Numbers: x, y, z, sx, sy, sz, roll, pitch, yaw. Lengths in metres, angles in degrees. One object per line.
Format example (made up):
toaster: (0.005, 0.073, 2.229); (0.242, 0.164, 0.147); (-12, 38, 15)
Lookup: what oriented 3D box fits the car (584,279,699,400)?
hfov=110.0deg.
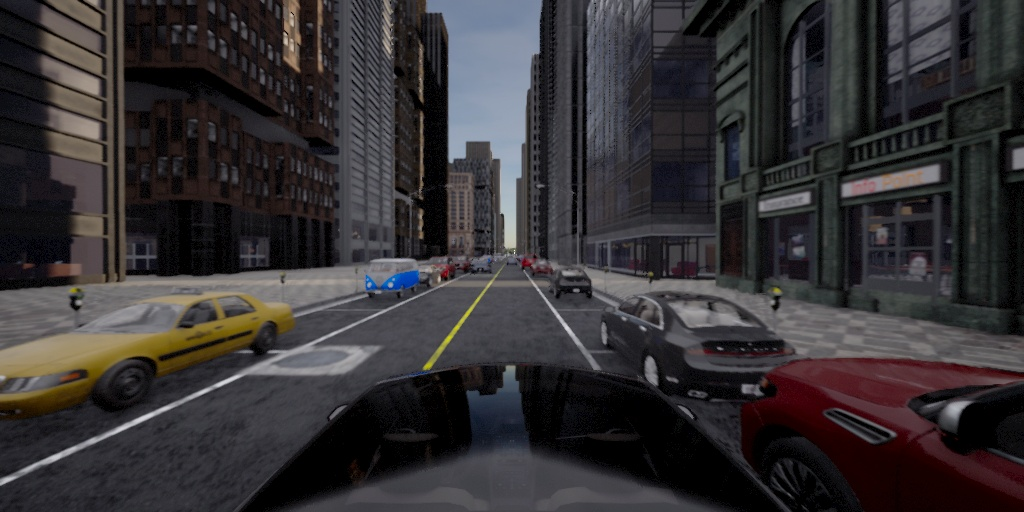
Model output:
car: (2.762, 1.280, 6.285); (2.007, 1.370, 4.403); (0, 0, 0)

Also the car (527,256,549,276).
car: (2.757, 1.049, 34.486); (1.967, 1.591, 4.097); (0, 0, 0)

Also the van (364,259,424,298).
van: (-5.765, 1.020, 17.558); (1.690, 1.789, 3.998); (0, 0, 0)

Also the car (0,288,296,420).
car: (-5.764, 1.255, 6.107); (1.751, 1.417, 4.829); (0, 0, 0)

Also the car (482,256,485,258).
car: (-5.772, 1.084, 57.043); (1.948, 1.339, 4.313); (0, 0, 0)

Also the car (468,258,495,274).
car: (-3.096, 1.162, 37.181); (1.994, 1.385, 4.181); (0, 0, 0)

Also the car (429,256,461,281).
car: (-5.767, 0.947, 28.839); (2.192, 1.841, 5.009); (0, 0, 0)

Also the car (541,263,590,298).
car: (2.760, 1.230, 17.566); (2.007, 1.370, 4.403); (0, 0, 0)

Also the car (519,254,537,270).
car: (2.386, 0.782, 48.179); (2.150, 2.045, 5.566); (0, 0, 0)

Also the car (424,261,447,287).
car: (-5.767, 1.206, 23.198); (2.007, 1.370, 4.403); (0, 0, 0)

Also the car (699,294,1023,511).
car: (2.763, 1.070, 0.645); (2.192, 1.841, 5.009); (0, 0, 0)

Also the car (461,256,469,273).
car: (-5.769, 0.901, 40.120); (2.192, 1.841, 5.009); (0, 0, 0)
